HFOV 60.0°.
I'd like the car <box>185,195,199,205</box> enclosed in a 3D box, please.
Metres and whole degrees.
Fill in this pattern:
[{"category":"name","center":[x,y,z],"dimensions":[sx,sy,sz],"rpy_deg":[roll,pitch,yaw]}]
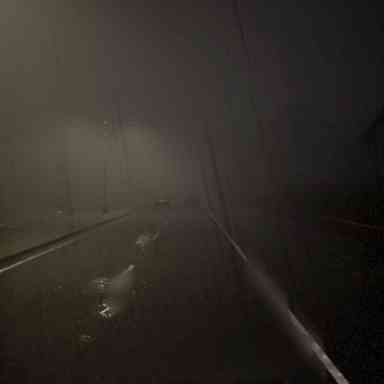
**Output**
[{"category":"car","center":[0.004,1.204,51.372],"dimensions":[1.994,1.385,4.181],"rpy_deg":[0,0,0]}]

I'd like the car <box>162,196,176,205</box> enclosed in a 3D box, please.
[{"category":"car","center":[-3.496,1.240,51.389],"dimensions":[1.895,1.301,4.718],"rpy_deg":[0,0,0]}]

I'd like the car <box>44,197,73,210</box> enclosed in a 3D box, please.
[{"category":"car","center":[-15.067,1.261,37.687],"dimensions":[1.812,1.442,4.674],"rpy_deg":[0,1,0]}]

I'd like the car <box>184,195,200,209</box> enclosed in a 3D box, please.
[{"category":"car","center":[0.003,1.190,40.922],"dimensions":[1.882,1.535,5.008],"rpy_deg":[0,0,0]}]

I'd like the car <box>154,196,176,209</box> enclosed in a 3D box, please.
[{"category":"car","center":[-3.497,1.204,40.923],"dimensions":[2.128,1.511,4.902],"rpy_deg":[0,0,0]}]

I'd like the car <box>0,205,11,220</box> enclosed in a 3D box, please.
[{"category":"car","center":[-15.094,1.381,23.626],"dimensions":[2.033,1.411,5.357],"rpy_deg":[0,0,0]}]
